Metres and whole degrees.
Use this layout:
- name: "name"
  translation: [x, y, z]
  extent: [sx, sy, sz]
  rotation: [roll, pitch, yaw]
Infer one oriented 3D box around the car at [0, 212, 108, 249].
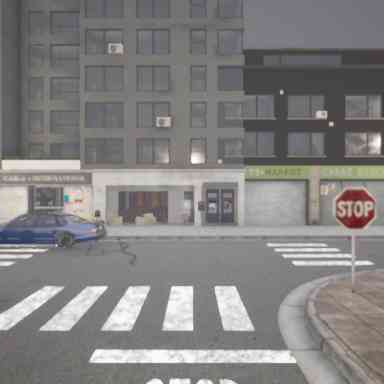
- name: "car"
  translation: [-6.324, 1.562, 13.950]
  extent: [5.357, 1.411, 2.033]
  rotation: [0, 0, 0]
